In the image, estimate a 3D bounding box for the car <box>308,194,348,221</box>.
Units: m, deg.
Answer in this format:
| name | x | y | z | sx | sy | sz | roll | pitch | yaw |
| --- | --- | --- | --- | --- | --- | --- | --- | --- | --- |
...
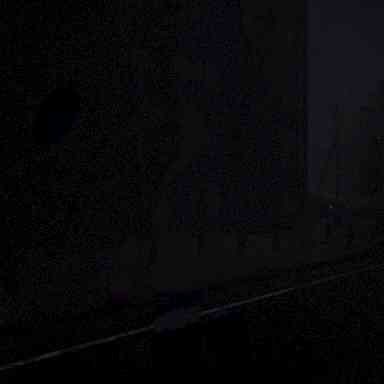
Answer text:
| name | x | y | z | sx | sy | sz | roll | pitch | yaw |
| --- | --- | --- | --- | --- | --- | --- | --- | --- | --- |
| car | 9.964 | 1.206 | 27.719 | 2.150 | 2.045 | 5.566 | 0 | 0 | -35 |
